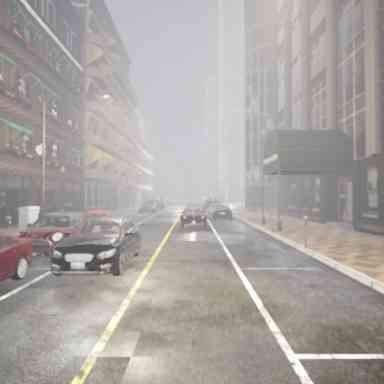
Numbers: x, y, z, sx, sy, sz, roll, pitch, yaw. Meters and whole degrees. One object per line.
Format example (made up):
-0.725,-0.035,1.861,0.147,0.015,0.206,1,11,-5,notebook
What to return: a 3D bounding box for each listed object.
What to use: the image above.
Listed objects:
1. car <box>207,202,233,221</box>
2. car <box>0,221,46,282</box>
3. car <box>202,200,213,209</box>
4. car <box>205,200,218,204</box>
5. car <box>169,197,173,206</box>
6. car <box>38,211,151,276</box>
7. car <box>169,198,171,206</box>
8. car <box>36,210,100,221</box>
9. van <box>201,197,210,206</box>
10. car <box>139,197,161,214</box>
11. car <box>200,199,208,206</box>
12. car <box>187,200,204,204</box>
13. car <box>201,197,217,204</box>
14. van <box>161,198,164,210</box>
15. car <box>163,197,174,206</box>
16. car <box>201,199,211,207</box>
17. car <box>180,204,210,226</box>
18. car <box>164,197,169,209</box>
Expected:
2.605,1.822,29.629,1.947,1.339,4.313,0,-1,0,car
-5.300,1.607,7.488,1.887,1.381,4.507,1,0,0,car
2.636,2.104,57.308,1.802,1.307,4.206,0,-1,0,car
2.611,1.835,35.335,1.752,1.417,4.829,0,-1,0,car
-5.231,2.076,68.381,1.967,1.590,4.097,0,-1,0,car
-2.805,1.581,10.666,2.128,1.511,4.902,0,-1,0,car
-5.244,2.073,57.310,2.008,1.369,4.403,0,-1,0,car
-5.293,1.549,13.024,1.967,1.590,4.097,1,0,0,car
2.650,1.977,68.379,1.690,1.788,3.998,0,-1,0,van
-5.262,1.801,40.702,1.967,1.590,4.097,0,-1,0,car
2.655,2.222,74.084,1.752,1.417,4.829,0,-1,0,car
0.148,1.973,41.979,1.895,1.301,4.718,0,-1,0,car
2.625,1.729,46.238,2.192,1.841,5.009,0,-1,0,car
-5.255,1.755,46.240,1.690,1.788,3.998,0,-1,0,van
-5.224,2.010,73.918,2.192,1.841,5.009,0,-1,0,car
2.642,2.105,63.014,1.752,1.417,4.829,0,-1,0,car
0.130,1.816,25.178,1.895,1.301,4.718,0,-1,0,car
-5.249,1.783,51.776,2.192,1.841,5.009,0,-1,0,car
